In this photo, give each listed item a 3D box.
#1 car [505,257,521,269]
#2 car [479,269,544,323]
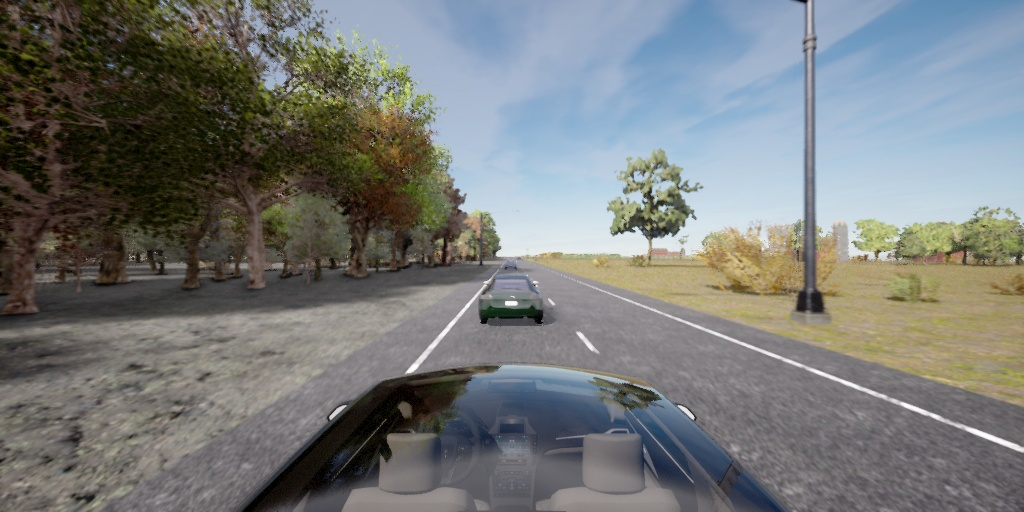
[{"bbox_3d":[-0.148,1.293,53.427,2.033,1.411,5.357,0,0,0],"label":"car"},{"bbox_3d":[-0.026,1.321,12.227,1.994,1.385,4.181,0,0,0],"label":"car"}]
